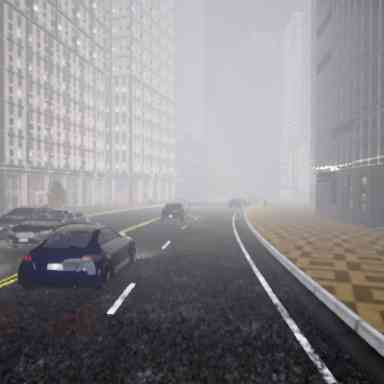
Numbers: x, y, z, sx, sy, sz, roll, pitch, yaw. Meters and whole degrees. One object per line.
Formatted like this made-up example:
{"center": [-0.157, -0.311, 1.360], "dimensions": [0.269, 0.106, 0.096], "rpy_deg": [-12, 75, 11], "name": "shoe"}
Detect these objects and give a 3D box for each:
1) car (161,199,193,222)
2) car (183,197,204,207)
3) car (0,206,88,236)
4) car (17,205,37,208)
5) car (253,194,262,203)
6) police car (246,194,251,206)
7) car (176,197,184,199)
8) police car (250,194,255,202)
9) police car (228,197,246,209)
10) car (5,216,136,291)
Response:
{"center": [-1.320, 1.594, 27.665], "dimensions": [1.837, 1.490, 4.892], "rpy_deg": [0, 0, 7], "name": "car"}
{"center": [0.658, 1.734, 56.902], "dimensions": [2.033, 1.411, 5.357], "rpy_deg": [0, 0, 15], "name": "car"}
{"center": [-6.017, 1.522, 14.685], "dimensions": [2.128, 1.511, 4.902], "rpy_deg": [0, 0, 4], "name": "car"}
{"center": [-9.007, 1.535, 18.338], "dimensions": [1.837, 1.490, 4.892], "rpy_deg": [0, 0, 5], "name": "car"}
{"center": [15.071, 1.538, 81.201], "dimensions": [2.150, 2.045, 5.566], "rpy_deg": [0, 0, 19], "name": "car"}
{"center": [8.626, 1.670, 57.836], "dimensions": [1.930, 1.638, 5.238], "rpy_deg": [0, 0, 15], "name": "police car"}
{"center": [-1.962, 1.653, 59.731], "dimensions": [1.882, 1.535, 5.008], "rpy_deg": [0, 0, 15], "name": "car"}
{"center": [10.195, 1.698, 63.474], "dimensions": [1.930, 1.638, 5.238], "rpy_deg": [0, 0, 16], "name": "police car"}
{"center": [6.331, 1.624, 48.357], "dimensions": [1.930, 1.638, 5.238], "rpy_deg": [0, 0, 12], "name": "police car"}
{"center": [-2.864, 1.587, 9.156], "dimensions": [1.994, 1.385, 4.181], "rpy_deg": [0, 0, 2], "name": "car"}
